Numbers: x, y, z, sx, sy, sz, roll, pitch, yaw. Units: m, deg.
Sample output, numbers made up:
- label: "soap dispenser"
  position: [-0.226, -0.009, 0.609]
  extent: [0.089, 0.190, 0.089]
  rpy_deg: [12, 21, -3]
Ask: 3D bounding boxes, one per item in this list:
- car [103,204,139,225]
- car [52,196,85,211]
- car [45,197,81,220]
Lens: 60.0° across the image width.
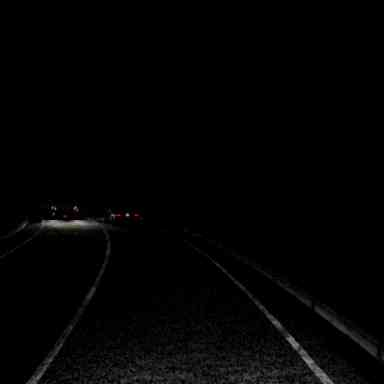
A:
- label: "car"
  position: [-5.305, 1.589, 24.614]
  extent: [2.033, 1.411, 5.357]
  rpy_deg: [2, -1, -23]
- label: "car"
  position: [-14.890, 1.347, 39.876]
  extent: [2.128, 1.511, 4.902]
  rpy_deg: [5, -2, -39]
- label: "car"
  position: [-10.484, 1.209, 26.773]
  extent: [2.097, 1.767, 4.553]
  rpy_deg: [3, -1, -29]
